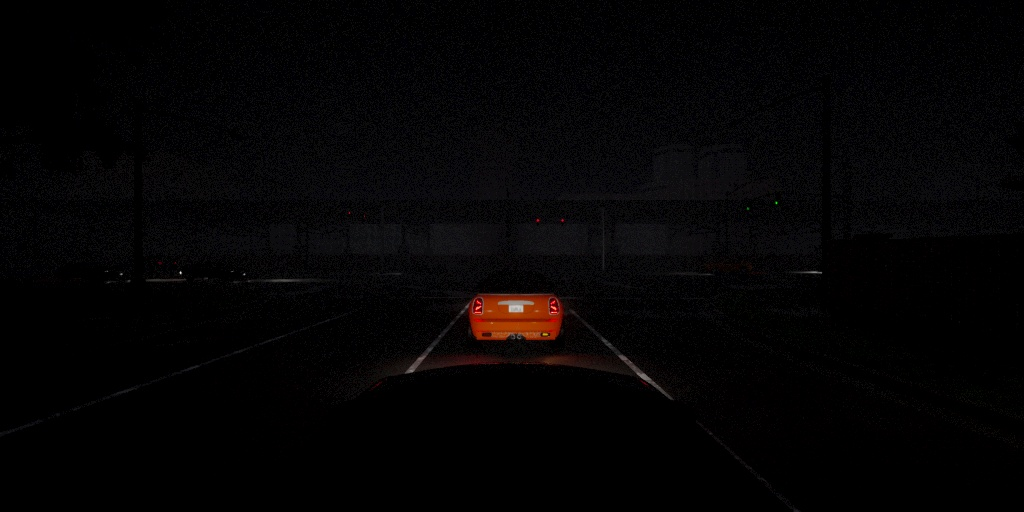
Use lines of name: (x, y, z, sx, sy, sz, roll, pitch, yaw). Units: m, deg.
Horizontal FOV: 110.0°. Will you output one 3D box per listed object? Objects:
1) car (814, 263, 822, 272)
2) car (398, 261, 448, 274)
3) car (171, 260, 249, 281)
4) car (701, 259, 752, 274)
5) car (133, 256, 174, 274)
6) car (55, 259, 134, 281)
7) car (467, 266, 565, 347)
car: (35.255, 1.034, 38.714, 4.181, 1.385, 1.994, -1, 0, 2)
car: (-9.813, 1.296, 39.854, 5.357, 1.411, 2.033, 0, 0, 1)
car: (-24.453, 1.241, 29.529, 4.902, 1.511, 2.128, 0, 0, 1)
car: (23.224, 1.097, 39.022, 5.008, 1.535, 1.882, -1, 0, 1)
car: (-41.329, 0.970, 40.639, 5.566, 2.045, 2.150, 0, 0, 1)
car: (-34.848, 1.241, 29.836, 4.902, 1.511, 2.128, 0, 0, 2)
car: (0.083, 1.103, 9.490, 2.097, 1.767, 4.553, 0, 0, 0)
